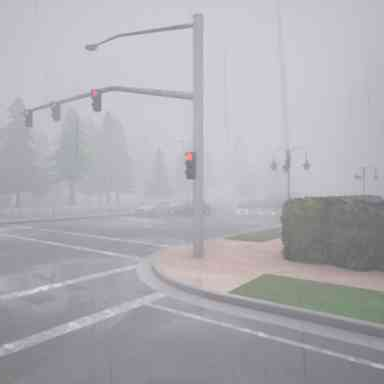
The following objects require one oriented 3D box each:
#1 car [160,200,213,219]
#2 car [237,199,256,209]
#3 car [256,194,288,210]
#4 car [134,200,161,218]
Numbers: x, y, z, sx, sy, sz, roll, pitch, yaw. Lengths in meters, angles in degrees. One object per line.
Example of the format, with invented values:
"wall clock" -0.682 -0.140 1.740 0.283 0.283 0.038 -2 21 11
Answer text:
"car" -0.095 1.493 29.283 2.128 1.511 4.902 0 0 39
"car" 8.172 1.605 45.139 2.033 1.411 5.357 0 0 39
"car" 10.892 1.312 42.936 2.150 2.045 5.566 0 0 39
"car" -3.246 1.528 30.922 1.812 1.442 4.674 0 0 38
